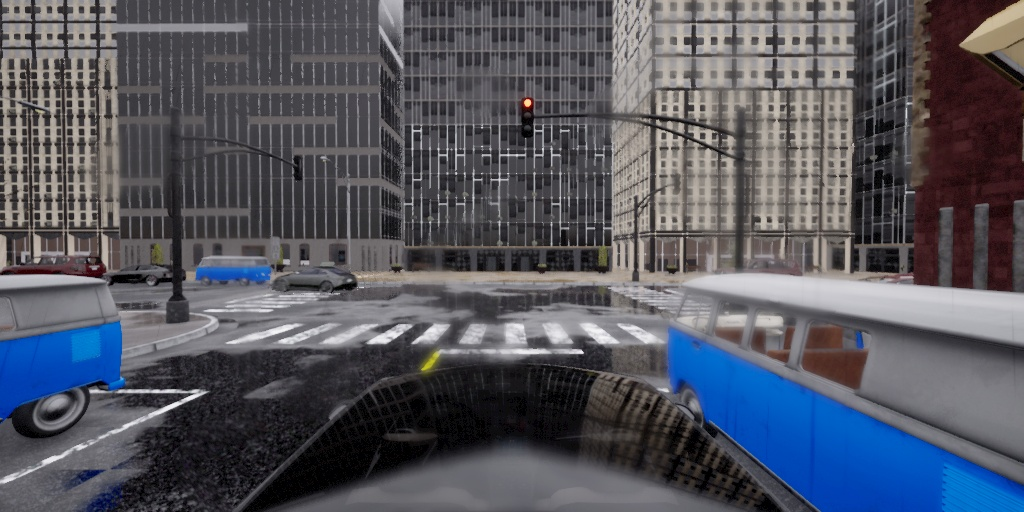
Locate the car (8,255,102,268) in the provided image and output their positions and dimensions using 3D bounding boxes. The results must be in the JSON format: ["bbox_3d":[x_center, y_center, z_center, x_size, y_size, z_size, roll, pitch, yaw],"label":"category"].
[{"bbox_3d":[-28.292,0.870,22.254,5.009,1.841,2.192,0,0,0],"label":"car"}]

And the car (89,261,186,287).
[{"bbox_3d":[-22.769,1.146,22.246,4.313,1.339,1.948,0,0,0],"label":"car"}]

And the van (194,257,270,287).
[{"bbox_3d":[-17.247,0.946,22.237,3.998,1.789,1.690,0,0,0],"label":"van"}]

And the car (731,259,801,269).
[{"bbox_3d":[15.143,1.085,22.190,5.009,1.841,2.192,0,0,0],"label":"car"}]

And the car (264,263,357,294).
[{"bbox_3d":[-10.566,1.243,19.276,4.181,1.385,1.994,0,1,10],"label":"car"}]

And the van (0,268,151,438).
[{"bbox_3d":[-5.695,1.090,2.786,1.690,1.789,3.998,0,0,0],"label":"van"}]

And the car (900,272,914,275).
[{"bbox_3d":[15.129,1.434,13.811,4.507,1.381,1.888,0,0,0],"label":"car"}]

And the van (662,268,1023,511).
[{"bbox_3d":[2.686,1.090,2.795,1.690,1.789,3.998,0,0,0],"label":"van"}]
